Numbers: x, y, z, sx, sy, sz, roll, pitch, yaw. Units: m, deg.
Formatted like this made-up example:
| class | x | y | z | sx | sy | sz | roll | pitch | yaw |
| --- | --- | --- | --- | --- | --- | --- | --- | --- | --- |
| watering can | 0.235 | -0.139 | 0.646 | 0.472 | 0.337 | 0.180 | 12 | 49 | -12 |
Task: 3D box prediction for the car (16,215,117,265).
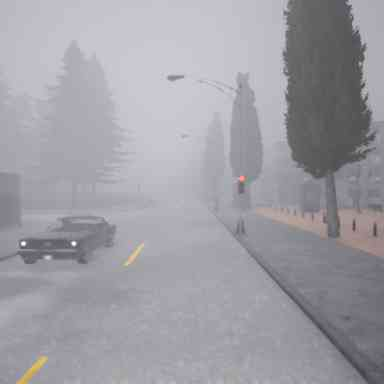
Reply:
| class | x | y | z | sx | sy | sz | roll | pitch | yaw |
| --- | --- | --- | --- | --- | --- | --- | --- | --- | --- |
| car | -4.054 | 1.534 | 11.599 | 1.895 | 1.301 | 4.718 | 0 | 0 | 1 |
